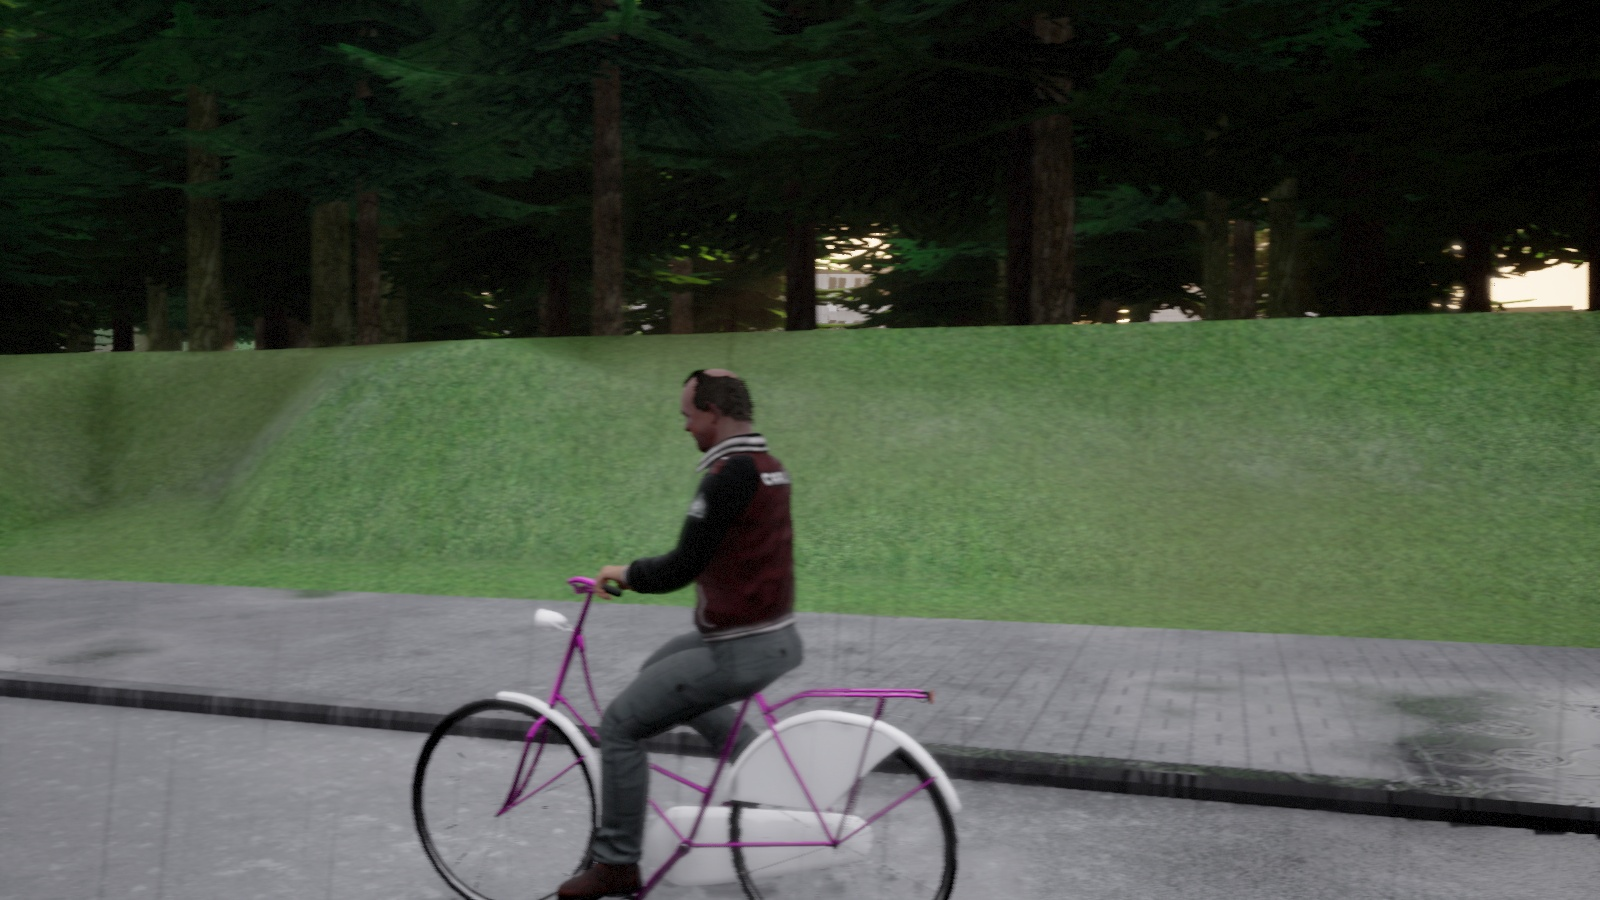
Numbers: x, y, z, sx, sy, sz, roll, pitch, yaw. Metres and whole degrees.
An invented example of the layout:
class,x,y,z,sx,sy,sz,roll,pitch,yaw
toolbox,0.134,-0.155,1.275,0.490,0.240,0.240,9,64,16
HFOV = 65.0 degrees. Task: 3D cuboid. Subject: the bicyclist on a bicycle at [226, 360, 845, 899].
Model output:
class,x,y,z,sx,sy,sz,roll,pitch,yaw
bicyclist on a bicycle,-0.842,0.629,4.002,1.843,1.776,0.659,1,1,19
